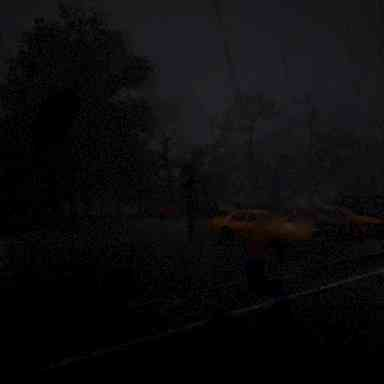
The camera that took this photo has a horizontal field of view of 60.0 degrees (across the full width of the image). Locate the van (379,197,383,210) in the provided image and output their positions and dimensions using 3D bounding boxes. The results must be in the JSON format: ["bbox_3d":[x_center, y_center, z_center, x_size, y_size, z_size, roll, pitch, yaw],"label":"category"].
[{"bbox_3d":[31.377,1.837,50.853,1.878,1.987,4.442,2,-1,-35],"label":"van"}]

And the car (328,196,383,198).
[{"bbox_3d":[11.937,1.276,20.749,2.435,2.045,5.566,1,-1,-35],"label":"car"}]

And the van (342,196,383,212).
[{"bbox_3d":[22.608,1.591,44.313,1.878,1.987,4.442,1,-1,-35],"label":"van"}]

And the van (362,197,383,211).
[{"bbox_3d":[26.997,1.676,47.444,1.878,1.987,4.442,1,-1,-35],"label":"van"}]

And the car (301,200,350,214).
[{"bbox_3d":[15.776,1.710,39.578,2.231,1.521,4.892,1,-1,-35],"label":"car"}]

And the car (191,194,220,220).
[{"bbox_3d":[-0.026,1.214,28.351,2.435,2.045,5.566,0,0,-35],"label":"car"}]

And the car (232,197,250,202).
[{"bbox_3d":[2.350,1.492,29.784,1.946,1.575,5.366,1,0,-35],"label":"car"}]

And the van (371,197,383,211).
[{"bbox_3d":[29.224,1.760,49.318,1.878,1.987,4.442,2,-1,-35],"label":"van"}]

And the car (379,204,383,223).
[{"bbox_3d":[16.437,1.640,23.995,2.002,1.452,4.674,1,-1,-35],"label":"car"}]

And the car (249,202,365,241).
[{"bbox_3d":[5.141,1.446,15.944,2.231,1.521,4.892,0,0,-35],"label":"car"}]

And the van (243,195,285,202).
[{"bbox_3d":[6.685,1.339,33.246,1.878,1.987,4.442,1,-1,-35],"label":"van"}]

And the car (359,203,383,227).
[{"bbox_3d":[14.161,1.593,22.405,2.163,1.488,4.792,1,-1,-35],"label":"car"}]

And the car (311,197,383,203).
[{"bbox_3d":[9.645,1.369,19.187,2.185,1.767,4.553,1,-1,-35],"label":"car"}]

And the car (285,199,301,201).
[{"bbox_3d":[9.025,1.476,34.733,2.185,1.767,4.553,1,-1,-35],"label":"car"}]

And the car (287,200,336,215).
[{"bbox_3d":[13.520,1.673,37.970,2.097,1.535,5.008,1,-1,-35],"label":"car"}]

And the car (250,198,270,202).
[{"bbox_3d":[4.499,1.530,31.536,2.231,1.521,4.892,1,-1,-35],"label":"car"}]

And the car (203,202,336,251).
[{"bbox_3d":[2.997,1.430,14.181,1.946,1.575,5.366,0,0,-35],"label":"car"}]

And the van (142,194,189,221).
[{"bbox_3d":[-2.433,1.219,26.745,1.878,1.987,4.442,0,0,-35],"label":"van"}]

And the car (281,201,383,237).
[{"bbox_3d":[7.397,1.466,17.554,2.097,1.535,5.008,1,0,-35],"label":"car"}]

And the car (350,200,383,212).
[{"bbox_3d":[24.790,1.852,46.019,2.097,1.535,5.008,1,-1,-35],"label":"car"}]
